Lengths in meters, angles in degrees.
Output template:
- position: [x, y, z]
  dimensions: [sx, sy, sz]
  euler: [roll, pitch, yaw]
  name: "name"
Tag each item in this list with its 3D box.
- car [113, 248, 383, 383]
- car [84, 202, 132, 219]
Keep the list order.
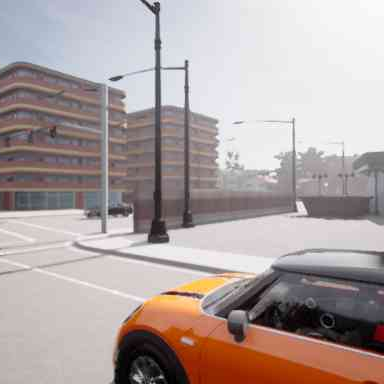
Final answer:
- position: [1.310, 1.365, 3.221]
  dimensions: [4.553, 1.767, 2.097]
  euler: [0, 0, 37]
  name: "car"
- position: [-7.859, 1.663, 31.406]
  dimensions: [2.128, 1.511, 4.902]
  euler: [0, 0, 37]
  name: "car"
